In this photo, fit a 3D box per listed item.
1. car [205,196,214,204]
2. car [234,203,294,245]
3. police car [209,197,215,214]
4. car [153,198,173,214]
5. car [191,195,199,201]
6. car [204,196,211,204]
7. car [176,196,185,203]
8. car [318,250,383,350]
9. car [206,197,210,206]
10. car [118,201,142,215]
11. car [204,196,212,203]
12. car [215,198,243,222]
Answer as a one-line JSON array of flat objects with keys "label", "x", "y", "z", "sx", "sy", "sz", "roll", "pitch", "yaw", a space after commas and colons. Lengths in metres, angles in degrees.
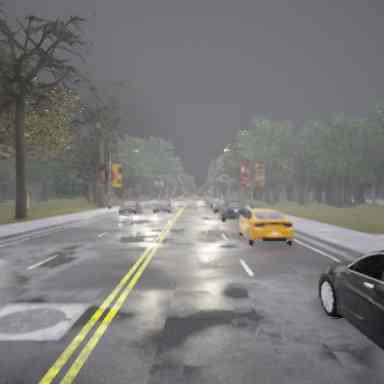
[{"label": "car", "x": 3.767, "y": 1.742, "z": 71.301, "sx": 1.801, "sy": 1.575, "sz": 5.366, "roll": 0, "pitch": 0, "yaw": 1}, {"label": "car", "x": 3.385, "y": 1.533, "z": 15.979, "sx": 1.882, "sy": 1.535, "sz": 5.008, "roll": 0, "pitch": 0, "yaw": 0}, {"label": "police car", "x": 3.407, "y": 1.647, "z": 38.144, "sx": 2.038, "sy": 1.542, "sz": 4.974, "roll": 0, "pitch": 0, "yaw": 0}, {"label": "car", "x": -3.189, "y": 1.661, "z": 37.000, "sx": 1.812, "sy": 1.442, "sz": 4.674, "roll": 0, "pitch": 0, "yaw": 1}, {"label": "car", "x": 0.839, "y": 1.682, "z": 91.569, "sx": 2.097, "sy": 1.767, "sz": 4.553, "roll": 0, "pitch": 0, "yaw": 1}, {"label": "car", "x": 3.622, "y": 1.782, "z": 60.122, "sx": 2.033, "sy": 1.411, "sz": 5.357, "roll": 0, "pitch": 0, "yaw": 1}, {"label": "car", "x": -2.641, "y": 1.642, "z": 77.627, "sx": 1.882, "sy": 1.535, "sz": 5.008, "roll": 0, "pitch": 0, "yaw": 1}, {"label": "car", "x": 3.354, "y": 1.518, "z": 4.619, "sx": 1.837, "sy": 1.490, "sz": 4.892, "roll": 0, "pitch": -1, "yaw": 1}, {"label": "car", "x": 3.503, "y": 1.788, "z": 49.162, "sx": 1.895, "sy": 1.301, "sz": 4.718, "roll": 0, "pitch": 0, "yaw": 1}, {"label": "car", "x": -6.453, "y": 1.654, "z": 35.226, "sx": 1.812, "sy": 1.442, "sz": 4.674, "roll": 0, "pitch": 0, "yaw": 1}, {"label": "car", "x": 3.929, "y": 1.842, "z": 82.101, "sx": 1.837, "sy": 1.490, "sz": 4.892, "roll": 0, "pitch": 0, "yaw": 1}, {"label": "car", "x": 3.333, "y": 1.449, "z": 27.124, "sx": 2.097, "sy": 1.767, "sz": 4.553, "roll": 0, "pitch": 0, "yaw": 0}]
